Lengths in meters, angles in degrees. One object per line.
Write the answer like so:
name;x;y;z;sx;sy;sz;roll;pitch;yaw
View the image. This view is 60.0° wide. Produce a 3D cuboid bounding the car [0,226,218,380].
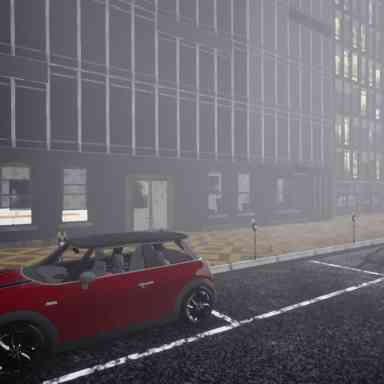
car;-1.626;1.440;5.405;4.097;1.590;1.967;0;0;-35
